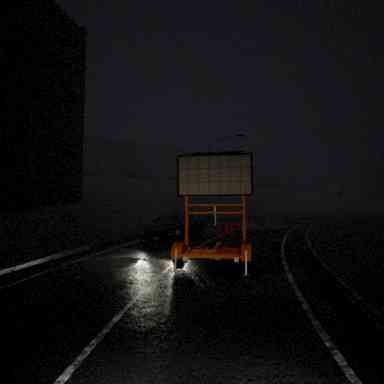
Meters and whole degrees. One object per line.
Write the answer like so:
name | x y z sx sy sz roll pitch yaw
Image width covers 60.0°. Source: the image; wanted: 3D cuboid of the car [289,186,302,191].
car | 23.468 -0.576 79.597 4.892 1.521 2.231 4 -6 -40

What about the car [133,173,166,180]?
car | -7.546 -2.348 56.391 4.892 1.521 2.231 2 -5 -33

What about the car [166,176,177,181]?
car | -2.934 -2.136 59.416 4.892 1.521 2.231 3 -5 -33

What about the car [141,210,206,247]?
car | -0.741 1.644 15.901 1.882 1.535 5.008 -1 -1 17

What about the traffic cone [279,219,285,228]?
traffic cone | 6.081 2.130 22.519 0.340 0.580 0.340 -2 -1 17

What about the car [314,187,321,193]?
car | 31.782 -0.179 87.163 5.566 2.045 2.435 5 -6 -43

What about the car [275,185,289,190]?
car | 19.347 -0.811 76.081 4.674 1.452 2.002 4 -6 -39

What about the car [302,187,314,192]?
car | 27.669 -0.391 83.352 4.553 1.767 2.185 4 -6 -42

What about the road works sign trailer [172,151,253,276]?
road works sign trailer | 0.756 0.525 10.653 2.380 3.560 2.880 -1 -1 12

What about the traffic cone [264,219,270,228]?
traffic cone | 5.125 2.159 22.803 0.340 0.580 0.340 -2 -1 17

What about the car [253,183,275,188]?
car | 15.076 -1.091 72.597 4.792 1.488 2.163 3 -6 -38

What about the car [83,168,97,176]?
car | -16.699 -2.866 50.416 4.553 1.767 2.185 2 -5 -33
